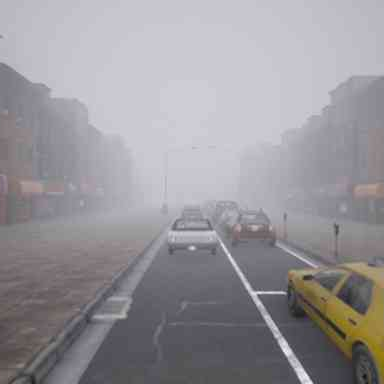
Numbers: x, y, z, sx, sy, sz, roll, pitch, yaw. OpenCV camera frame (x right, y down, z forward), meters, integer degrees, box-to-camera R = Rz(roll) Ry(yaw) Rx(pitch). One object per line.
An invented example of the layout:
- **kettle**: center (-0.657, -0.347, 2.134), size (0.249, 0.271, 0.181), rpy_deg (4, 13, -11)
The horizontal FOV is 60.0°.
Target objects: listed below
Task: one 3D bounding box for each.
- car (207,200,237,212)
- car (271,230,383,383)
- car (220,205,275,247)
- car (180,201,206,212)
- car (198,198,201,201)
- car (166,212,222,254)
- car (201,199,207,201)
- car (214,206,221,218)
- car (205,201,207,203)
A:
- **car**: center (2.667, 1.595, 27.299), size (2.192, 1.841, 5.009), rpy_deg (0, -1, 0)
- **car**: center (2.647, 1.572, 4.771), size (1.752, 1.417, 4.829), rpy_deg (0, -1, 0)
- **car**: center (2.657, 1.599, 15.950), size (1.967, 1.590, 4.097), rpy_deg (0, -1, 0)
- **car**: center (0.031, 1.810, 29.298), size (1.837, 1.490, 4.892), rpy_deg (0, 0, 0)
- **car**: center (2.698, 2.327, 67.014), size (1.947, 1.339, 4.313), rpy_deg (0, -1, 0)
- **car**: center (0.015, 1.741, 14.116), size (1.895, 1.301, 4.718), rpy_deg (0, -1, 0)
- **car**: center (2.793, 1.888, 49.259), size (2.097, 1.767, 4.553), rpy_deg (0, -1, 0)
- **car**: center (2.661, 1.801, 21.622), size (1.802, 1.307, 4.206), rpy_deg (0, -1, 0)
- **car**: center (2.675, 1.992, 38.645), size (1.802, 1.307, 4.206), rpy_deg (0, -1, 0)
